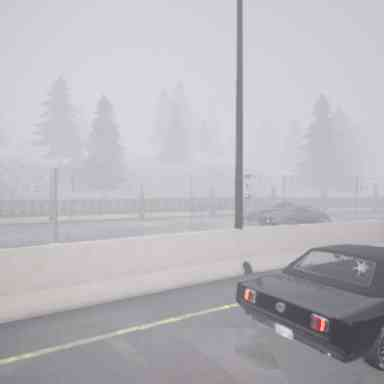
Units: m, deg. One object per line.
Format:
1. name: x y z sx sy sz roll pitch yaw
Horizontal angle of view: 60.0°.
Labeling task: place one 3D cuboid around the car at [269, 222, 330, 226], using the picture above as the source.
1. car: 5.972 1.441 19.238 4.181 1.385 1.994 0 0 -26

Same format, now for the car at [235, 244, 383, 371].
1. car: 3.121 1.567 5.596 4.718 1.301 1.895 0 0 -32
